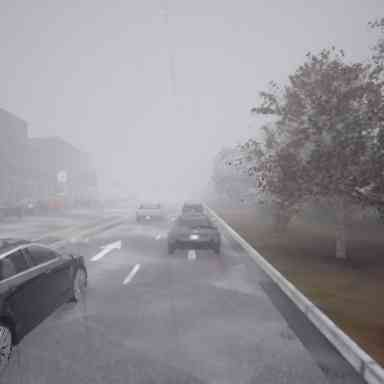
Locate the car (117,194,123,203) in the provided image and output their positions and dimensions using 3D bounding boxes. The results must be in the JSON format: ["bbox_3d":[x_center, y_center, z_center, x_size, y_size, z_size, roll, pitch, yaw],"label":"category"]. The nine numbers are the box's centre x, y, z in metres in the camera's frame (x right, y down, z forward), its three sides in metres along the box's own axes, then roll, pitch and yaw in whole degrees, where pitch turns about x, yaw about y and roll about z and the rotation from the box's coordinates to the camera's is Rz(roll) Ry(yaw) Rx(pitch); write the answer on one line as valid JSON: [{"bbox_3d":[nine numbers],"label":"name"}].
[{"bbox_3d":[-15.572,1.242,65.331,2.185,1.767,4.553,0,0,0],"label":"car"}]

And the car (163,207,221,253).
[{"bbox_3d":[0.082,1.544,13.604,1.994,1.385,4.181,0,0,0],"label":"car"}]

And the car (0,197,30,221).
[{"bbox_3d":[-15.432,1.289,26.656,2.185,1.767,4.553,0,0,0],"label":"car"}]

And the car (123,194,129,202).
[{"bbox_3d":[-15.592,1.235,70.857,2.185,1.767,4.553,0,0,0],"label":"car"}]

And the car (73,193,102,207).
[{"bbox_3d":[-15.512,1.136,48.821,2.435,2.045,5.566,0,0,0],"label":"car"}]

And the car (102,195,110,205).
[{"bbox_3d":[-15.532,1.381,54.255,2.097,1.535,5.008,0,0,0],"label":"car"}]

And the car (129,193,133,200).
[{"bbox_3d":[-15.613,1.394,76.478,2.002,1.452,4.674,0,0,0],"label":"car"}]

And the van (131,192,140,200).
[{"bbox_3d":[-15.652,1.114,87.409,1.878,1.987,4.442,0,0,0],"label":"van"}]

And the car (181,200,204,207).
[{"bbox_3d":[0.064,1.433,30.308,1.882,1.535,5.008,0,0,0],"label":"car"}]

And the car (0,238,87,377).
[{"bbox_3d":[-3.173,1.486,5.264,2.128,1.511,4.902,0,0,0],"label":"car"}]

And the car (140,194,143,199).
[{"bbox_3d":[-15.674,1.363,93.021,2.163,1.488,4.792,0,0,0],"label":"car"}]

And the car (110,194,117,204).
[{"bbox_3d":[-15.553,1.375,59.781,2.231,1.521,4.892,0,0,0],"label":"car"}]

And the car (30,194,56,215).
[{"bbox_3d":[-15.453,1.282,32.180,2.185,1.767,4.553,0,0,0],"label":"car"}]

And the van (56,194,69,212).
[{"bbox_3d":[-15.472,1.175,37.558,1.878,1.987,4.442,0,0,0],"label":"van"}]

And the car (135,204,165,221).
[{"bbox_3d":[-3.183,1.564,26.320,1.895,1.301,4.718,0,0,0],"label":"car"}]
